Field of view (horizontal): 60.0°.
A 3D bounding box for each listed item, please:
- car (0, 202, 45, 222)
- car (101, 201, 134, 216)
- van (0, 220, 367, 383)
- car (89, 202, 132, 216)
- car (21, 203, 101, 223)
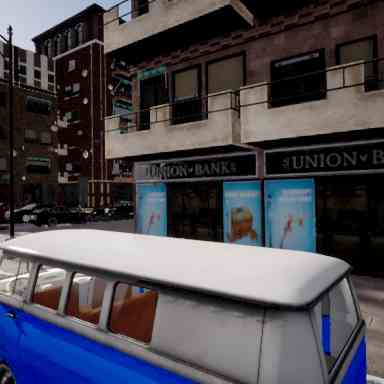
[{"bbox_3d":[-12.462,1.636,26.961,1.837,1.490,4.892,-1,-1,36],"label":"car"},{"bbox_3d":[-6.919,1.675,34.563,2.128,1.511,4.902,-1,-1,36],"label":"car"},{"bbox_3d":[-0.491,1.342,3.200,3.998,1.788,1.690,0,-1,35],"label":"van"},{"bbox_3d":[-8.799,1.799,36.389,1.947,1.339,4.313,-2,-1,36],"label":"car"},{"bbox_3d":[-8.668,1.584,22.338,1.947,1.339,4.313,-2,-1,36],"label":"car"}]
